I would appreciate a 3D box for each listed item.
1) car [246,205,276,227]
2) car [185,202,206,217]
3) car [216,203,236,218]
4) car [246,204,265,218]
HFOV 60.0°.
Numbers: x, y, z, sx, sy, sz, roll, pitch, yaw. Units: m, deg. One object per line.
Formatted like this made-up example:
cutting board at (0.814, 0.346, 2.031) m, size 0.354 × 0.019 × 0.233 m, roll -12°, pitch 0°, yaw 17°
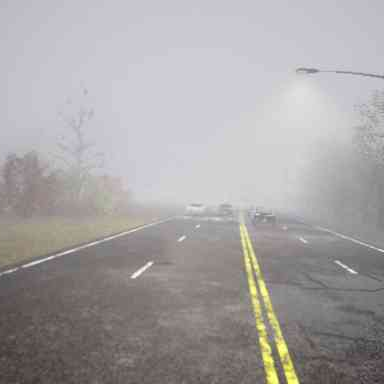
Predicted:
car at (5.994, 2.035, 28.241) m, size 2.128 × 1.511 × 4.902 m, roll 3°, pitch 0°, yaw 8°
car at (0.449, 1.880, 36.815) m, size 1.812 × 1.442 × 4.674 m, roll 3°, pitch 0°, yaw 8°
car at (3.792, 2.021, 37.264) m, size 1.837 × 1.490 × 4.892 m, roll 3°, pitch 0°, yaw 8°
car at (7.604, 2.283, 40.070) m, size 1.994 × 1.385 × 4.181 m, roll 3°, pitch 0°, yaw 8°
